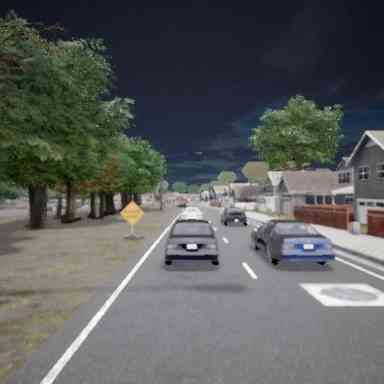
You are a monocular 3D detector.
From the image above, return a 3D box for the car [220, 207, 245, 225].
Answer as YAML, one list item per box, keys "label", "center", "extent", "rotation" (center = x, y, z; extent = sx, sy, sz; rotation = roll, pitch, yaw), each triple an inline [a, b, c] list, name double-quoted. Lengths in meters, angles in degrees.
- label: "car"
  center: [3.505, 2.024, 28.514]
  extent: [1.837, 1.490, 4.892]
  rotation: [0, -1, 0]

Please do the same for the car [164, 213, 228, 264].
- label: "car"
  center: [0.003, 1.724, 12.495]
  extent: [2.033, 1.411, 5.357]
  rotation: [0, -1, 0]

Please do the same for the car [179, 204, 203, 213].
- label: "car"
  center: [0.008, 2.051, 28.905]
  extent: [1.812, 1.442, 4.674]
  rotation: [0, -1, 0]

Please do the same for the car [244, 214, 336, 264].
- label: "car"
  center: [3.502, 1.724, 12.490]
  extent: [2.033, 1.411, 5.357]
  rotation: [0, -1, 0]

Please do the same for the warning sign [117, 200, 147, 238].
- label: "warning sign"
  center: [-3.047, 1.375, 17.048]
  extent: [1.300, 1.860, 1.060]
  rotation: [1, -1, 0]
